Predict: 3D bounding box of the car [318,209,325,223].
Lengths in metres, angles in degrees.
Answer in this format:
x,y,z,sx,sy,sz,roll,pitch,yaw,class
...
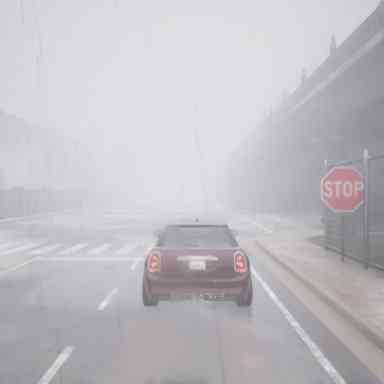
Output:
x,y,z,sx,sy,sz,roll,pitch,yaw,class
10.718,1.464,21.215,5.008,1.535,1.882,0,0,1,car

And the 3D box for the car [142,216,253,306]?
x,y,z,sx,sy,sz,roll,pitch,yaw,class
0.101,1.347,8.156,2.097,1.767,4.553,0,0,0,car
